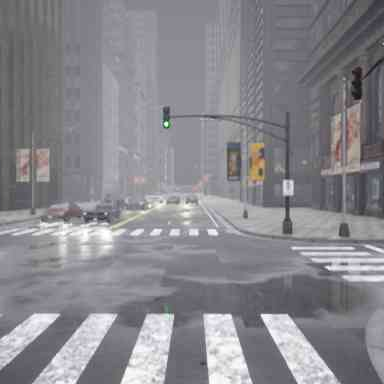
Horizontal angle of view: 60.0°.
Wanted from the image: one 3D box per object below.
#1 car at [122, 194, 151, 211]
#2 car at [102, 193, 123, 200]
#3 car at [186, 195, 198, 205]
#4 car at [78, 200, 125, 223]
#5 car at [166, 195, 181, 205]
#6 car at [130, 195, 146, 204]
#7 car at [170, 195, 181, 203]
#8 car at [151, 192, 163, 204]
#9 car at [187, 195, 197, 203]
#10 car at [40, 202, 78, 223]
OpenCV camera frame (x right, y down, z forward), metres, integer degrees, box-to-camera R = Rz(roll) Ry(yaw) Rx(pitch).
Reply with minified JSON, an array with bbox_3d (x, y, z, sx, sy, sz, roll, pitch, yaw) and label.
[{"bbox_3d":[-6.589,1.262,40.155,2.097,1.767,4.553,0,0,0],"label":"car"},{"bbox_3d":[-9.839,1.129,42.031,2.150,2.045,5.566,0,0,0],"label":"car"},{"bbox_3d":[0.000,1.223,56.258,2.097,1.767,4.553,0,0,0],"label":"car"},{"bbox_3d":[-6.591,1.547,24.827,1.895,1.301,4.718,0,0,0],"label":"car"},{"bbox_3d":[-3.250,1.435,56.288,1.994,1.385,4.181,0,0,0],"label":"car"},{"bbox_3d":[-9.751,1.359,60.397,2.128,1.511,4.902,0,0,0],"label":"car"},{"bbox_3d":[-3.250,1.350,66.294,1.837,1.490,4.892,0,0,0],"label":"car"},{"bbox_3d":[-6.500,1.071,60.374,2.150,2.045,5.566,0,0,0],"label":"car"},{"bbox_3d":[0.000,1.350,66.294,1.837,1.490,4.892,0,0,0],"label":"car"},{"bbox_3d":[-9.844,1.471,25.408,1.812,1.442,4.674,0,0,0],"label":"car"}]
